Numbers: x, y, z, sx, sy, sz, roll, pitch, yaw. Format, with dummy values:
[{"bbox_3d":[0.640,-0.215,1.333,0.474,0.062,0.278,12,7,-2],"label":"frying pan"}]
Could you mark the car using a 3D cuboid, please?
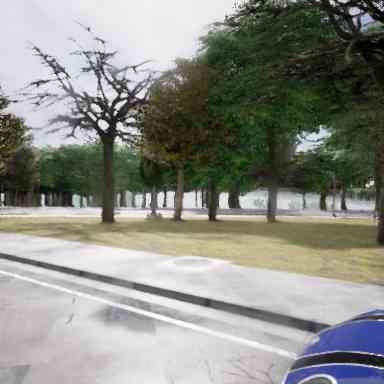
[{"bbox_3d":[2.743,1.351,1.730,4.553,1.767,2.097,0,0,35],"label":"car"}]
